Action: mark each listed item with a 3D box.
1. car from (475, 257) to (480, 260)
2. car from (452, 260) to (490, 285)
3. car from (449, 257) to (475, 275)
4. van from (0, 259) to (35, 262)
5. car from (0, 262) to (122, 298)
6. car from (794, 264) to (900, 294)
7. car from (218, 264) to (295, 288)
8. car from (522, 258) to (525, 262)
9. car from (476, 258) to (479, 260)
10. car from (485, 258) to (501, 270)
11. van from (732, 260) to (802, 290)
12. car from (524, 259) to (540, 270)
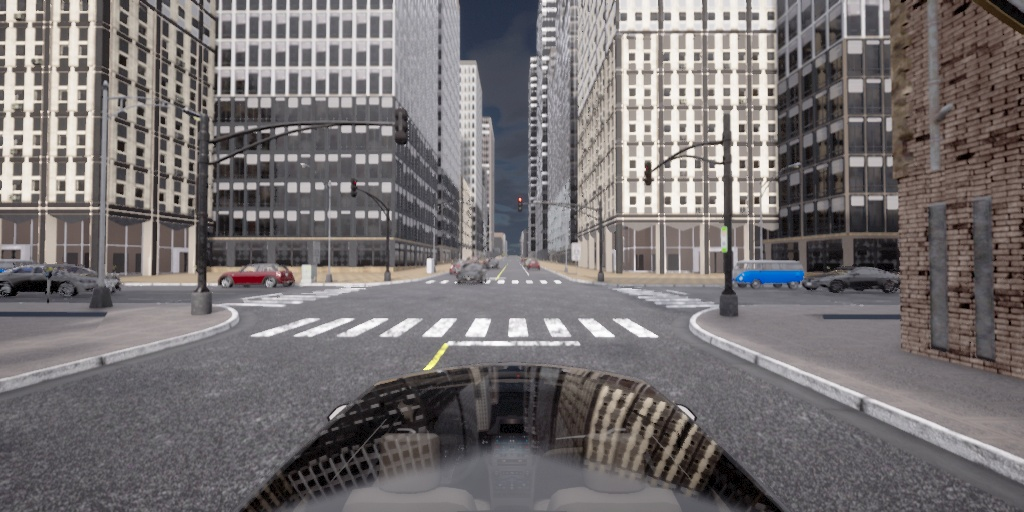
[{"bbox_3d":[-5.402,1.001,49.484,2.192,1.841,5.009,0,0,0],"label":"car"},{"bbox_3d":[-2.854,1.256,26.155,1.837,1.490,4.892,0,0,0],"label":"car"},{"bbox_3d":[-5.470,1.141,38.334,1.967,1.591,4.097,0,0,0],"label":"car"},{"bbox_3d":[-33.311,1.097,23.104,3.998,1.789,1.690,0,0,0],"label":"van"},{"bbox_3d":[-21.753,1.160,17.232,4.902,1.511,2.128,0,-1,0],"label":"car"},{"bbox_3d":[18.994,1.318,20.091,4.674,1.442,1.812,0,-1,0],"label":"car"},{"bbox_3d":[-16.366,1.220,22.964,4.097,1.591,1.967,0,0,0],"label":"car"},{"bbox_3d":[3.049,1.197,60.821,1.751,1.417,4.829,0,0,0],"label":"car"},{"bbox_3d":[-5.436,1.276,43.909,1.802,1.307,4.207,0,0,0],"label":"car"},{"bbox_3d":[-2.704,1.176,50.848,1.837,1.490,4.892,0,0,0],"label":"car"},{"bbox_3d":[16.107,1.174,22.692,3.998,1.789,1.690,0,0,0],"label":"van"},{"bbox_3d":[2.979,1.268,49.495,1.802,1.307,4.207,0,0,0],"label":"car"}]
